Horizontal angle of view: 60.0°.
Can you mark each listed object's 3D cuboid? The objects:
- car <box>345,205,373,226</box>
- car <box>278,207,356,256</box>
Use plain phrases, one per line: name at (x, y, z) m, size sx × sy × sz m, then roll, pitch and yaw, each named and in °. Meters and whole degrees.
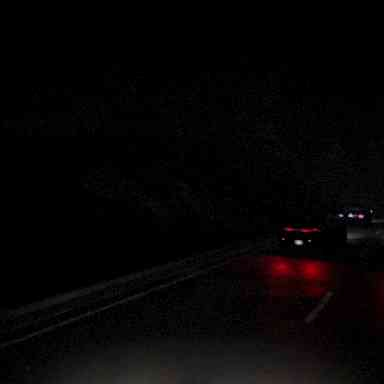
car at (12.040, 1.658, 24.464) m, size 2.033 × 1.411 × 5.357 m, roll 0°, pitch 0°, yaw 33°
car at (5.025, 1.550, 13.530) m, size 2.128 × 1.511 × 4.902 m, roll 0°, pitch 0°, yaw 34°
